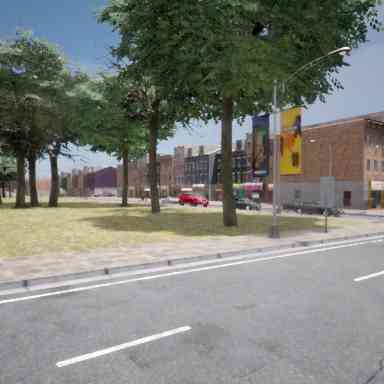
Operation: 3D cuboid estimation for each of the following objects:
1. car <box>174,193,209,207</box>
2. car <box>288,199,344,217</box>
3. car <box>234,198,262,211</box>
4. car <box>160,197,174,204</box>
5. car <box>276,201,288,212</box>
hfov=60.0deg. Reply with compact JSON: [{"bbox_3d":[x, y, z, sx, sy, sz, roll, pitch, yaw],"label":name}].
[{"bbox_3d":[0.151,1.136,49.165,2.150,2.045,5.566,1,0,-35],"label":"car"},{"bbox_3d":[12.178,1.588,32.240,1.837,1.490,4.892,1,0,-35],"label":"car"},{"bbox_3d":[6.352,1.496,40.431,1.837,1.490,4.892,1,0,-35],"label":"car"},{"bbox_3d":[-3.903,1.481,59.854,1.895,1.301,4.718,1,0,-35],"label":"car"},{"bbox_3d":[11.815,1.551,37.758,2.128,1.511,4.902,1,0,-35],"label":"car"}]
